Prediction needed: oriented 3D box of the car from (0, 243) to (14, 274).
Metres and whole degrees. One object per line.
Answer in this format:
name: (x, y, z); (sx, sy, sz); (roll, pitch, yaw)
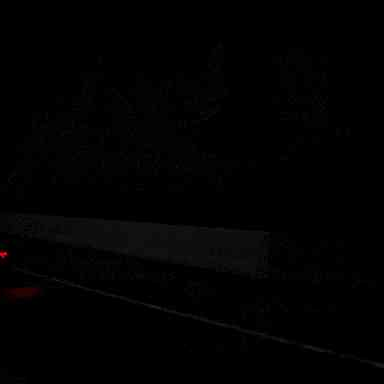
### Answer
car: (-6.980, 1.629, 9.296); (5.357, 1.411, 2.033); (-1, 0, 38)
